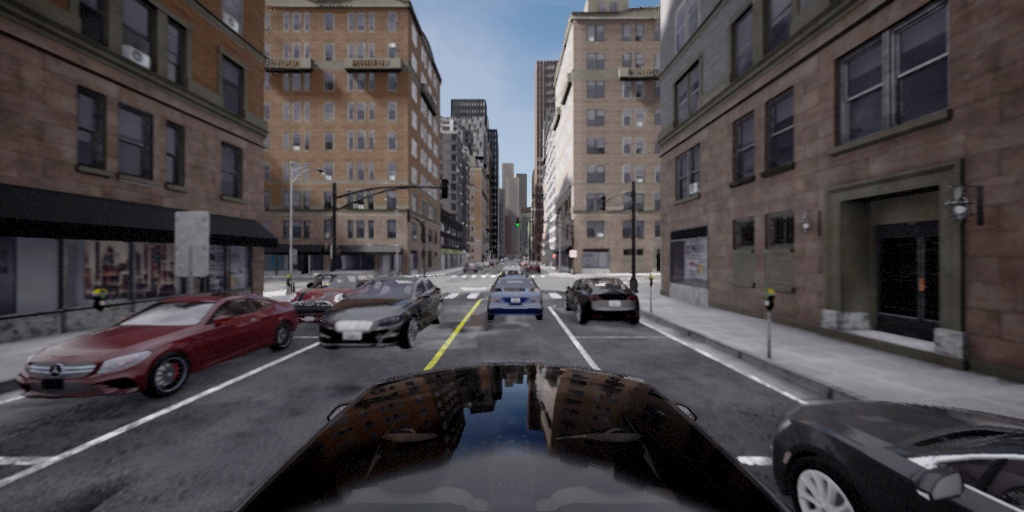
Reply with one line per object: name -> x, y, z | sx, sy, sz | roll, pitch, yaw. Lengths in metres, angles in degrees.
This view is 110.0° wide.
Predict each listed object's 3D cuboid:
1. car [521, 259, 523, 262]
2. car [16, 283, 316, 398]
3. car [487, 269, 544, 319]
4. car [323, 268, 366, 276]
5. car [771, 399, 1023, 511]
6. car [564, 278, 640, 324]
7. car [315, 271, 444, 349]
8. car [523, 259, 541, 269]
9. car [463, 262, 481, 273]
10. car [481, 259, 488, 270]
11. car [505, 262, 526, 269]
car -> 2.920, 1.635, 59.922 | 2.007, 1.370, 4.403 | 0, 0, 0
car -> -5.667, 1.355, 6.517 | 1.802, 1.307, 4.207 | 0, 0, 0
car -> 0.102, 1.353, 12.999 | 2.033, 1.411, 5.357 | 0, 0, 0
car -> -5.666, 1.240, 12.018 | 1.967, 1.591, 4.097 | 0, 0, 0
car -> 2.857, 1.297, 1.015 | 2.007, 1.370, 4.403 | 0, 0, 0
car -> 2.859, 1.366, 12.017 | 1.948, 1.339, 4.313 | 0, 0, 0
car -> -3.032, 1.279, 9.309 | 2.128, 1.511, 4.902 | 0, 0, 1
car -> 2.899, 1.452, 49.105 | 1.967, 1.591, 4.097 | 0, 0, 0
car -> -5.627, 1.595, 49.120 | 1.802, 1.307, 4.207 | 0, 0, 0
car -> -5.605, 1.635, 59.936 | 2.007, 1.370, 4.403 | 0, 0, 0
car -> 0.103, 1.587, 35.192 | 1.895, 1.301, 4.718 | 0, 0, 0
